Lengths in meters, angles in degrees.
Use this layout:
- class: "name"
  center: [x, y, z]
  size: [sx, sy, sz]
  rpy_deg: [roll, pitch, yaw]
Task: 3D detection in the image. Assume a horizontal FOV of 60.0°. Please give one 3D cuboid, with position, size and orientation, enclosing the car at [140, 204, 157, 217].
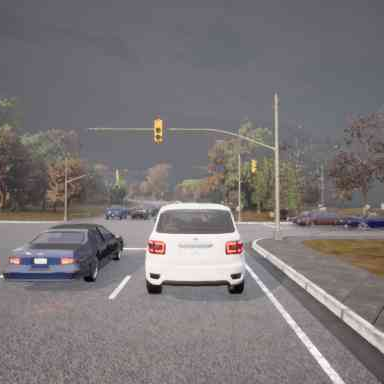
- class: "car"
  center: [-7.117, 3.007, 55.304]
  size: [2.150, 2.045, 5.566]
  rpy_deg: [0, -1, 0]

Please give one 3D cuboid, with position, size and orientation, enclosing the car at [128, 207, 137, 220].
- class: "car"
  center: [-7.109, 3.144, 45.776]
  size: [1.895, 1.301, 4.718]
  rpy_deg: [0, -2, -1]

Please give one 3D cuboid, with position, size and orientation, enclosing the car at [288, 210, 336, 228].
- class: "car"
  center: [11.591, 2.387, 29.122]
  size: [5.357, 1.411, 2.033]
  rpy_deg: [0, -3, -1]

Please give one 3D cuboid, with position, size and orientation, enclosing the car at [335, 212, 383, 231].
- class: "car"
  center: [13.970, 2.278, 25.495]
  size: [4.718, 1.301, 1.895]
  rpy_deg: [0, -3, -2]

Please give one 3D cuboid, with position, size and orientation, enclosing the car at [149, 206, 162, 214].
- class: "car"
  center: [-7.072, 3.481, 65.226]
  size: [1.895, 1.301, 4.718]
  rpy_deg: [0, 0, 1]

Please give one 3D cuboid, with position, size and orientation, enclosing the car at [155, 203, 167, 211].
- class: "car"
  center: [-7.037, 3.381, 75.923]
  size: [2.033, 1.411, 5.357]
  rpy_deg: [0, 0, 0]

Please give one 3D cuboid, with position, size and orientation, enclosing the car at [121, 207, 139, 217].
- class: "car"
  center: [-10.606, 3.369, 57.427]
  size: [2.033, 1.411, 5.357]
  rpy_deg: [0, -1, 1]

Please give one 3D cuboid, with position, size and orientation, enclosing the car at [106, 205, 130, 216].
- class: "car"
  center: [-10.631, 2.808, 47.134]
  size: [2.150, 2.045, 5.566]
  rpy_deg: [0, -2, -2]

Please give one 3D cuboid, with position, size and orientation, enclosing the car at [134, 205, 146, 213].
- class: "car"
  center: [-10.543, 3.481, 67.710]
  size: [1.895, 1.301, 4.718]
  rpy_deg: [0, 0, 0]

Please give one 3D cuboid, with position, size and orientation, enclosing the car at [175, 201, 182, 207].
- class: "car"
  center: [-3.637, 3.093, 87.424]
  size: [1.882, 1.535, 5.008]
  rpy_deg: [0, 0, -3]

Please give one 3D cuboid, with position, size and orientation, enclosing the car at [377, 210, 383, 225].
- class: "car"
  center: [21.364, 2.505, 33.006]
  size: [4.902, 1.511, 2.128]
  rpy_deg: [0, -3, -3]

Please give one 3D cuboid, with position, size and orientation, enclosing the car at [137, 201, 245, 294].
- class: "car"
  center: [0.078, 1.320, 9.162]
  size: [2.150, 2.045, 5.566]
  rpy_deg: [0, -1, 0]

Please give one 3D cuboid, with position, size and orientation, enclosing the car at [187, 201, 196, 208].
- class: "car"
  center: [-0.161, 3.287, 87.779]
  size: [1.837, 1.490, 4.892]
  rpy_deg: [0, 0, -3]

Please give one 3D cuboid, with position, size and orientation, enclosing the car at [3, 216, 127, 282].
- class: "car"
  center: [-3.422, 1.664, 10.015]
  size: [2.033, 1.411, 5.357]
  rpy_deg: [0, -1, 0]

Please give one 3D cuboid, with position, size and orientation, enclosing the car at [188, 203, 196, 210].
- class: "car"
  center: [-0.038, 3.332, 77.628]
  size: [1.837, 1.490, 4.892]
  rpy_deg: [0, 0, 0]
